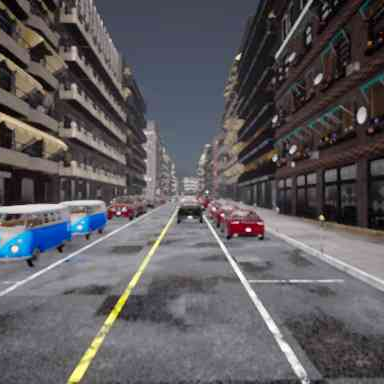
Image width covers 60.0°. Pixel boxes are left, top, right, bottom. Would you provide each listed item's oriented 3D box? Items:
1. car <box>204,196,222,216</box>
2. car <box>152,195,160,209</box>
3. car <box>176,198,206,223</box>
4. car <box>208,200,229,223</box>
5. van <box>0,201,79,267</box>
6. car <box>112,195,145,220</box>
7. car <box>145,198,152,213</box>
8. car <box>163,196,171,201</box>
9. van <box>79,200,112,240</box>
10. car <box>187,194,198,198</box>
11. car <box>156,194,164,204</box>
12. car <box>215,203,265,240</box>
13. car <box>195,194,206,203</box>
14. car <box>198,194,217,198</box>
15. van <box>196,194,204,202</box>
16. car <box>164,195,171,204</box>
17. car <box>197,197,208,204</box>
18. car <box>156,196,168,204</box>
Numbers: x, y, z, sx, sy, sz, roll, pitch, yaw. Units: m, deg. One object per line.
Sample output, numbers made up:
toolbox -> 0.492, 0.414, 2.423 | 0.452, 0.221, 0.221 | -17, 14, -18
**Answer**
car -> 2.314, 1.390, 27.707 | 1.967, 1.590, 4.097 | 1, 0, -1
car -> -5.753, 1.527, 44.275 | 1.947, 1.339, 4.313 | 1, 0, -1
car -> -0.157, 1.464, 25.138 | 1.837, 1.490, 4.892 | 0, 0, -1
car -> 2.363, 1.500, 22.175 | 1.887, 1.381, 4.507 | 1, 0, -1
van -> -5.396, 1.331, 11.092 | 1.690, 1.788, 3.998 | 1, 0, -1
car -> -5.572, 1.285, 27.684 | 2.192, 1.841, 5.009 | 1, 0, -1
car -> -5.630, 1.281, 33.213 | 2.192, 1.841, 5.009 | 1, 0, -1
car -> -6.163, 1.591, 82.988 | 1.802, 1.307, 4.206 | 1, 0, -1
van -> -5.455, 1.323, 16.624 | 1.690, 1.788, 3.998 | 1, 0, -1
car -> -0.341, 1.425, 42.664 | 1.882, 1.535, 5.008 | 0, 0, -1
car -> -5.923, 1.285, 60.864 | 2.192, 1.841, 5.009 | 1, 0, -1
car -> 2.421, 1.506, 16.645 | 1.887, 1.381, 4.507 | 1, 0, -1
car -> 1.806, 1.281, 71.954 | 2.192, 1.841, 5.009 | 1, 0, -1
car -> 2.157, 1.258, 38.767 | 2.192, 1.841, 5.009 | 1, 0, -1
van -> 1.746, 1.317, 77.486 | 1.690, 1.788, 3.998 | 1, 0, -1
car -> -3.382, 1.343, 61.038 | 2.128, 1.511, 4.902 | 0, 0, -1
car -> 1.918, 1.532, 60.892 | 1.802, 1.307, 4.206 | 1, 0, -1
car -> -5.987, 1.521, 66.395 | 1.887, 1.381, 4.507 | 1, 0, -1
